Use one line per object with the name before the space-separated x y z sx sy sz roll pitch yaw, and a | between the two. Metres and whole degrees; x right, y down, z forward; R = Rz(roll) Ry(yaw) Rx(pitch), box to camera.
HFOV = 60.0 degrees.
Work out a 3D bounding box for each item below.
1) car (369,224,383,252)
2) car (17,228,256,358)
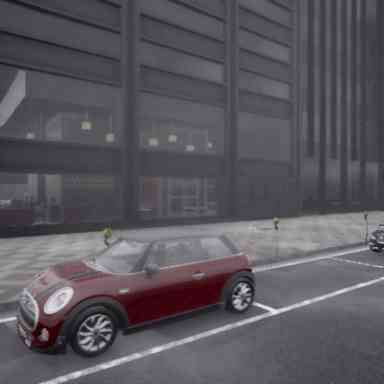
car | 8.363 1.546 12.489 4.403 1.369 2.008 0 0 -35
car | -0.822 1.440 5.944 4.097 1.590 1.967 0 0 -35
